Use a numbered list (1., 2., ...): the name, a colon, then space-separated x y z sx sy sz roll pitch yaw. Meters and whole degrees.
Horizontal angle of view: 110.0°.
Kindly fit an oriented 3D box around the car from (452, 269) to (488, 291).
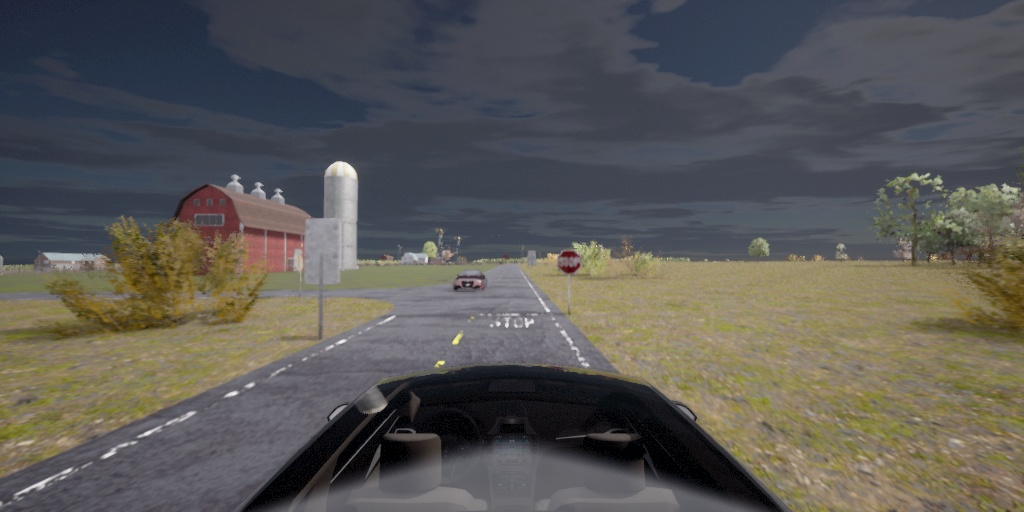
1. car: -2.693 1.580 23.810 1.994 1.385 4.181 0 -1 0
